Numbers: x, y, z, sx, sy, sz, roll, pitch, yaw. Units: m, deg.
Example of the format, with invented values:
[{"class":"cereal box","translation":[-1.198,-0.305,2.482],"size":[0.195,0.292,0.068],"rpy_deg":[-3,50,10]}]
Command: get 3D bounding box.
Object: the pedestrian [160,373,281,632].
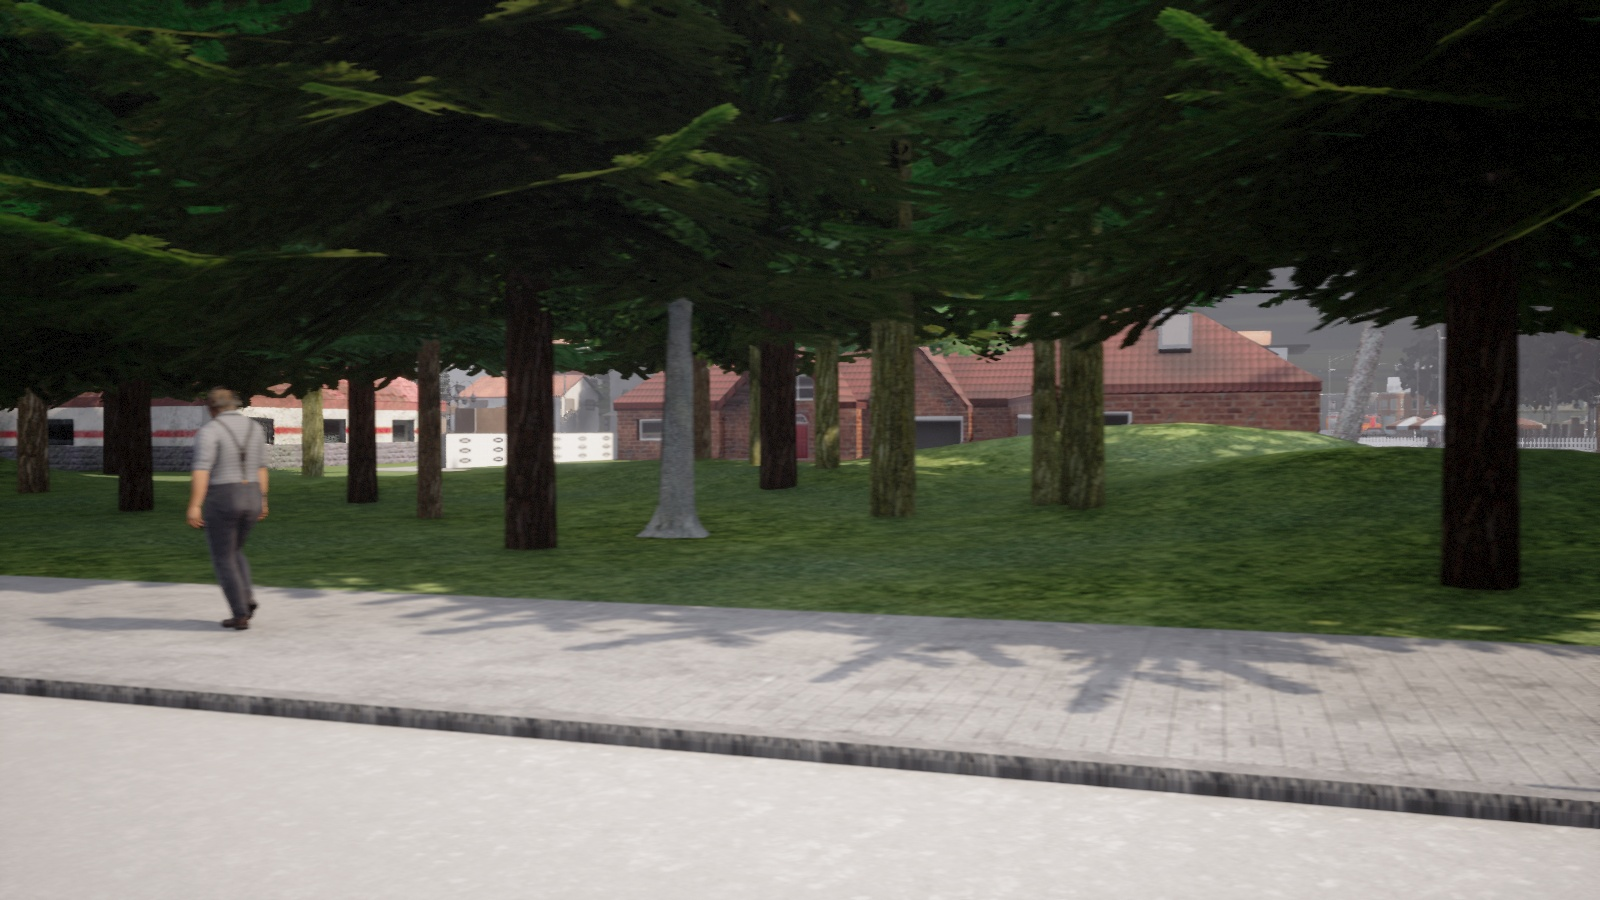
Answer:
[{"class":"pedestrian","translation":[-4.329,0.370,9.382],"size":[0.694,1.848,0.540],"rpy_deg":[1,1,35]}]
